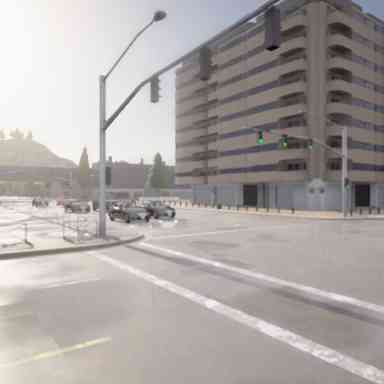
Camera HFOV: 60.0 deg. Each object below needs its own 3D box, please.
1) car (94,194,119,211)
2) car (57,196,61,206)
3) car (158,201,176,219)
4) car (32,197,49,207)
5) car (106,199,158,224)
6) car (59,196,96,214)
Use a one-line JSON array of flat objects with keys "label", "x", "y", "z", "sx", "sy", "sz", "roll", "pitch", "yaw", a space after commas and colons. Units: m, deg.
[{"label": "car", "x": -10.024, "y": 1.287, "z": 39.116, "sx": 2.150, "sy": 2.045, "sz": 5.566, "roll": 0, "pitch": 0, "yaw": -35}, {"label": "car", "x": -20.182, "y": 1.416, "z": 53.561, "sx": 2.097, "sy": 1.767, "sz": 4.553, "roll": 0, "pitch": 0, "yaw": -35}, {"label": "car", "x": -3.276, "y": 1.556, "z": 29.596, "sx": 2.128, "sy": 1.511, "sz": 4.902, "roll": 0, "pitch": 0, "yaw": -35}, {"label": "car", "x": -24.461, "y": 1.559, "z": 53.595, "sx": 2.128, "sy": 1.511, "sz": 4.902, "roll": 0, "pitch": 0, "yaw": -35}, {"label": "car", "x": -4.941, "y": 1.553, "z": 25.891, "sx": 2.128, "sy": 1.511, "sz": 4.902, "roll": 0, "pitch": 0, "yaw": -35}, {"label": "car", "x": -12.798, "y": 1.551, "z": 36.978, "sx": 2.128, "sy": 1.511, "sz": 4.902, "roll": 0, "pitch": 0, "yaw": -35}]
